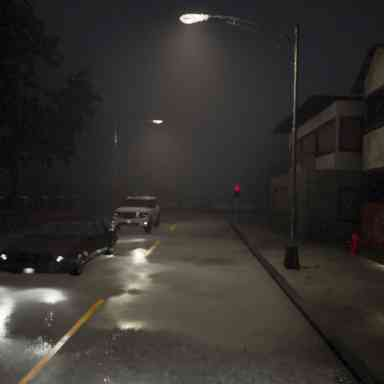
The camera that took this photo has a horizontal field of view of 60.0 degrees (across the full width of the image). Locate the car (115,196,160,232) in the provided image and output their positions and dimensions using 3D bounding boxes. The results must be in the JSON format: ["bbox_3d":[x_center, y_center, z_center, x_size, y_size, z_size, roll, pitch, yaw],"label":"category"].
[{"bbox_3d":[-3.358,1.297,21.119,2.150,2.045,5.566,2,0,3],"label":"car"}]

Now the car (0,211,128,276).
[{"bbox_3d":[-3.804,1.528,10.634,2.033,1.411,5.357,2,0,2],"label":"car"}]
